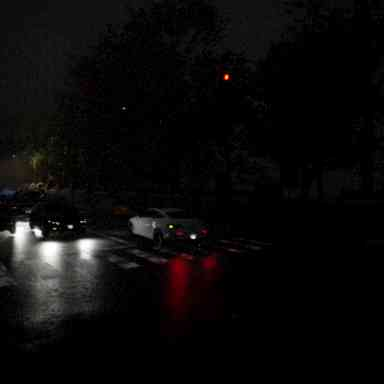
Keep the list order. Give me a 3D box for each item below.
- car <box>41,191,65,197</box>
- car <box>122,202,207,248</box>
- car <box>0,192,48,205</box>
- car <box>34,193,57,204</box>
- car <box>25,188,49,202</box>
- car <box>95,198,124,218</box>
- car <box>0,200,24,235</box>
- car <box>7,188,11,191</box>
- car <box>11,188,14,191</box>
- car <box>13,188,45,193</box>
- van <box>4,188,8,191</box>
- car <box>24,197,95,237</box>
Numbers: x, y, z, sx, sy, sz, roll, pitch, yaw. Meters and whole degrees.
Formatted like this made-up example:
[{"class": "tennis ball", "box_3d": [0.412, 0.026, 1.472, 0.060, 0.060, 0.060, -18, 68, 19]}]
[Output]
[{"class": "car", "box_3d": [-15.857, 0.879, 38.833, 2.008, 1.369, 4.403, 2, 0, -36]}, {"class": "car", "box_3d": [-1.160, 1.347, 14.025, 1.812, 1.442, 4.674, 1, 0, -32]}, {"class": "car", "box_3d": [-12.461, 1.031, 24.311, 2.128, 1.511, 4.902, 0, 1, -36]}, {"class": "car", "box_3d": [-19.118, 0.796, 43.310, 1.947, 1.339, 4.313, 2, 0, -36]}, {"class": "car", "box_3d": [-22.370, 0.449, 47.787, 2.192, 1.841, 5.009, 2, 0, -36]}, {"class": "car", "box_3d": [-6.180, 1.144, 25.542, 1.752, 1.417, 4.829, 2, 0, -36]}, {"class": "car", "box_3d": [-9.600, 1.257, 16.001, 1.802, 1.307, 4.206, 2, 0, -36]}, {"class": "car", "box_3d": [-32.153, 0.395, 61.215, 2.008, 1.369, 4.403, 2, 0, -36]}, {"class": "car", "box_3d": [-28.887, 0.256, 56.739, 2.192, 1.841, 5.009, 2, 0, -36]}, {"class": "car", "box_3d": [-18.895, 0.638, 38.583, 2.097, 1.767, 4.553, 0, 1, -36]}, {"class": "van", "box_3d": [-38.665, -0.006, 70.168, 1.690, 1.788, 3.998, 2, 0, -36]}, {"class": "car", "box_3d": [-6.686, 1.219, 16.379, 1.837, 1.490, 4.892, 0, 1, -36]}]
